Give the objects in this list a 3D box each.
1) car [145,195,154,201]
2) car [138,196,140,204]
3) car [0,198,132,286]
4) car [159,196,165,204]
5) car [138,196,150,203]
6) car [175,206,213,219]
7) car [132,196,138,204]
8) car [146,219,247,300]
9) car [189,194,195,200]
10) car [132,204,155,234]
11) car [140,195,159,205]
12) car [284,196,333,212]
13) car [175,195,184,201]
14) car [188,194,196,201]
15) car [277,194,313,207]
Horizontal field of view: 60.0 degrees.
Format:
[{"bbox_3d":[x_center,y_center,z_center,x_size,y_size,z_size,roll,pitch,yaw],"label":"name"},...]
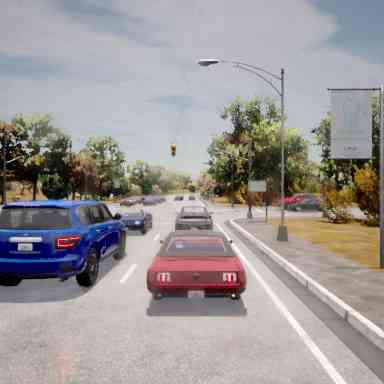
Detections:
[{"bbox_3d":[-10.489,1.523,82.558,1.812,1.442,4.674,0,0,0],"label":"car"},{"bbox_3d":[-10.538,1.525,63.806,1.812,1.442,4.674,0,0,1],"label":"car"},{"bbox_3d":[-3.403,1.221,9.507,2.150,2.045,5.566,0,0,0],"label":"car"},{"bbox_3d":[-7.023,1.477,65.467,1.882,1.535,5.008,0,0,1],"label":"car"},{"bbox_3d":[-10.490,1.552,72.530,1.994,1.385,4.181,0,0,0],"label":"car"},{"bbox_3d":[0.103,1.491,17.623,2.128,1.511,4.902,0,0,0],"label":"car"},{"bbox_3d":[-10.580,1.601,54.771,1.895,1.301,4.718,0,0,0],"label":"car"},{"bbox_3d":[0.104,1.601,8.353,1.895,1.301,4.718,0,0,0],"label":"car"},{"bbox_3d":[0.013,1.360,95.509,1.882,1.535,5.008,0,0,0],"label":"car"},{"bbox_3d":[-3.398,1.601,19.261,1.895,1.301,4.718,0,0,0],"label":"car"},{"bbox_3d":[-7.074,1.526,56.137,1.812,1.442,4.674,0,0,0],"label":"car"},{"bbox_3d":[13.401,1.505,37.865,4.892,1.490,1.837,0,0,3],"label":"car"},{"bbox_3d":[-3.488,1.525,86.778,2.128,1.511,4.902,0,0,0],"label":"car"},{"bbox_3d":[0.011,1.533,85.090,2.033,1.411,5.357,0,0,0],"label":"car"},{"bbox_3d":[13.448,1.221,41.382,5.566,2.045,2.150,0,0,4],"label":"car"}]
